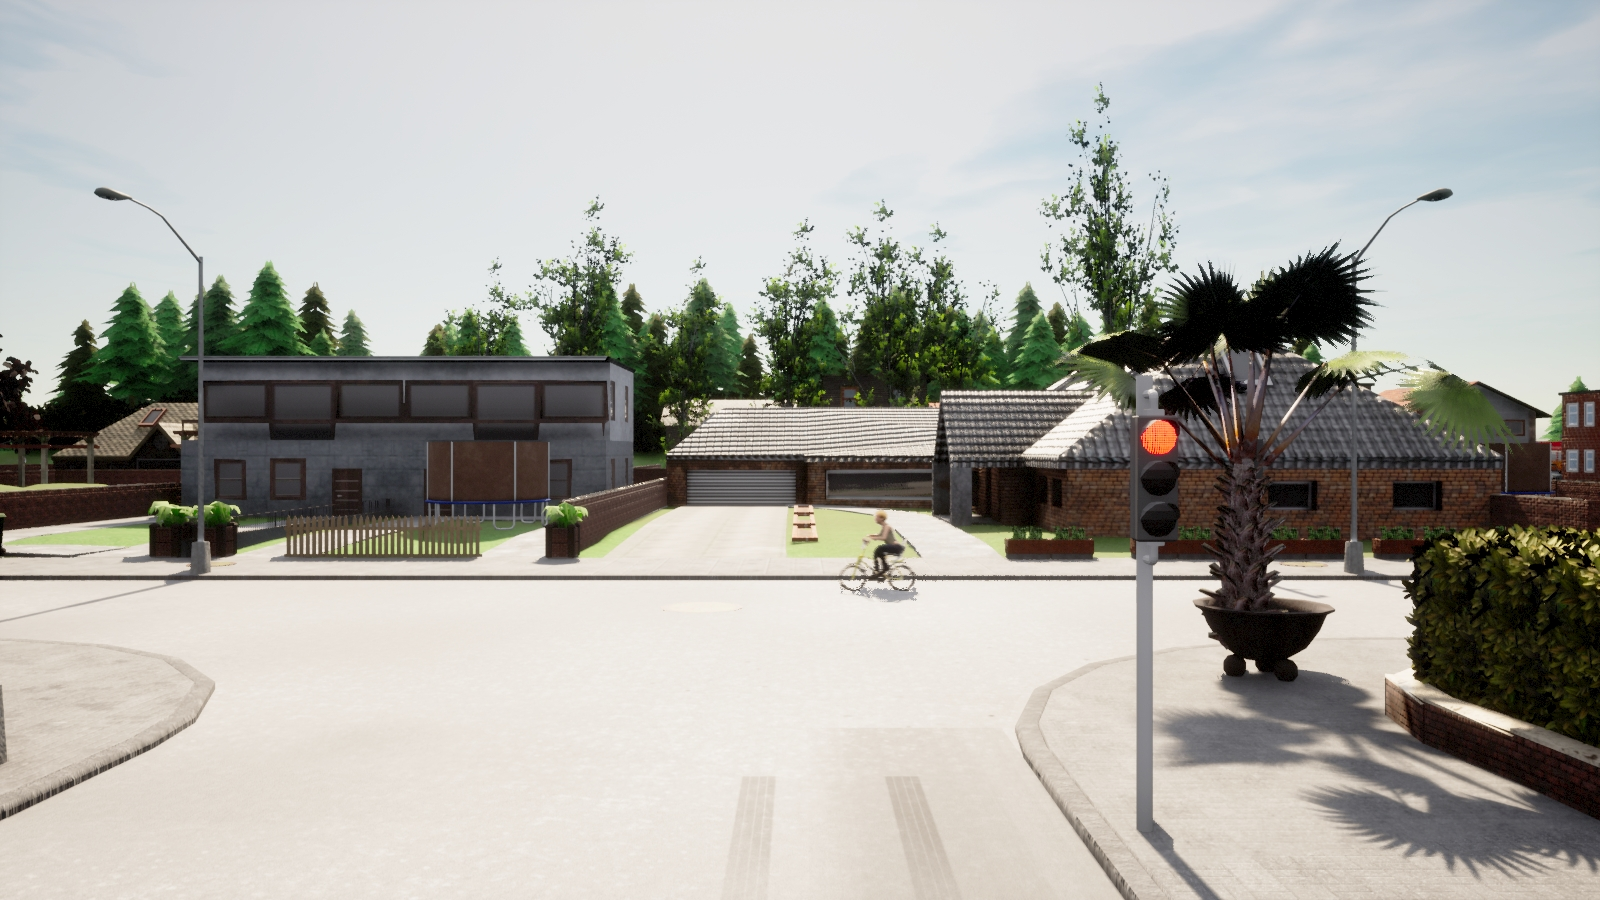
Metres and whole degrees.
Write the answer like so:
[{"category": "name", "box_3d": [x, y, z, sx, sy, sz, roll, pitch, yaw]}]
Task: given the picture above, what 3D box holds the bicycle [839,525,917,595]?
[{"category": "bicycle", "box_3d": [1.519, 2.149, 22.444, 1.487, 1.276, 0.859, 0, 0, 0]}]
